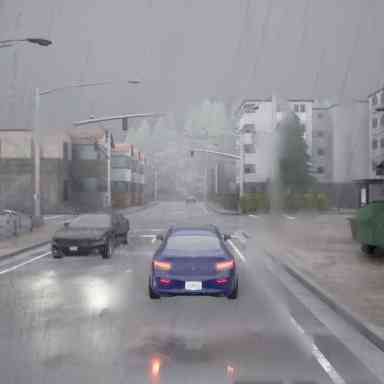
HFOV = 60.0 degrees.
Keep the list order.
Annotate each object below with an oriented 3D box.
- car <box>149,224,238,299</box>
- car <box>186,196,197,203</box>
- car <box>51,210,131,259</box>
[{"bbox_3d":[0.039,1.526,8.314,1.812,1.442,4.674,0,0,0],"label":"car"},{"bbox_3d":[-0.152,1.526,66.956,1.812,1.442,4.674,0,0,0],"label":"car"},{"bbox_3d":[-3.646,1.478,12.762,1.882,1.535,5.008,0,0,0],"label":"car"}]
